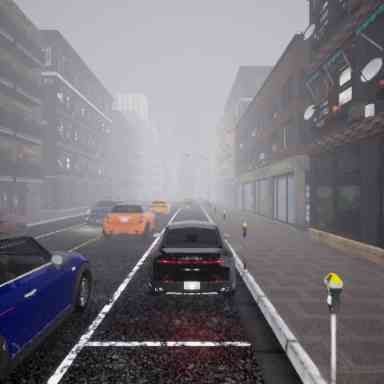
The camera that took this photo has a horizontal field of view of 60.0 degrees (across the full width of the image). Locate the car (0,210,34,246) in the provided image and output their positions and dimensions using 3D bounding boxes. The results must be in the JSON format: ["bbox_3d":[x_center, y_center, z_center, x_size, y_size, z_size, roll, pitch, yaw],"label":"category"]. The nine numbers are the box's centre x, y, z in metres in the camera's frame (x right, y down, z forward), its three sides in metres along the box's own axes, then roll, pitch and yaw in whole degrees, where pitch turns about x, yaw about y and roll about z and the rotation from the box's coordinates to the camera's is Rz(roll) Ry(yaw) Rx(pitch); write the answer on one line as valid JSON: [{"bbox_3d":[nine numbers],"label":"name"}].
[{"bbox_3d":[-8.835,1.583,14.612,1.802,1.307,4.206,0,0,0],"label":"car"}]

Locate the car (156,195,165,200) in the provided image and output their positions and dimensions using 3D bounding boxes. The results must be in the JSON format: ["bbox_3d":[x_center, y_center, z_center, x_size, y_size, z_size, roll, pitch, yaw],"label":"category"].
[{"bbox_3d":[-8.834,1.539,93.519,2.008,1.369,4.403,0,0,0],"label":"car"}]

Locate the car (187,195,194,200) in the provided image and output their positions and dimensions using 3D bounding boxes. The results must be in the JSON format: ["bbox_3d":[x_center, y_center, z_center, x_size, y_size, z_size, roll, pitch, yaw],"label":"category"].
[{"bbox_3d":[-0.452,1.513,93.685,1.752,1.417,4.829,0,0,0],"label":"car"}]

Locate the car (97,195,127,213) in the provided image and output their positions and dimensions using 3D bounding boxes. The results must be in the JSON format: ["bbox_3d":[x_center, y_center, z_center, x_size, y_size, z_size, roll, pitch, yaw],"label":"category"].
[{"bbox_3d":[-8.833,1.314,37.157,2.192,1.841,5.009,0,0,0],"label":"car"}]

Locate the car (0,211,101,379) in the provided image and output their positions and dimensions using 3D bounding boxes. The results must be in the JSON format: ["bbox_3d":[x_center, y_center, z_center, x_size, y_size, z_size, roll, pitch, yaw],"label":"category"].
[{"bbox_3d":[-3.050,1.355,4.788,2.097,1.767,4.553,0,0,0],"label":"car"}]

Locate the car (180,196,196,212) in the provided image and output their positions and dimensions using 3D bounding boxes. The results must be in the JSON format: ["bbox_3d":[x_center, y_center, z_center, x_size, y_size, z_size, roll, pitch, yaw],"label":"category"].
[{"bbox_3d":[-0.454,1.525,37.323,1.752,1.417,4.829,0,0,0],"label":"car"}]

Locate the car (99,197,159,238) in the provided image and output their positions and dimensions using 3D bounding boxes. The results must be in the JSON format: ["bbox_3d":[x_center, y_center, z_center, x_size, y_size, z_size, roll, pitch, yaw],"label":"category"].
[{"bbox_3d":[-3.145,1.351,17.615,2.097,1.767,4.553,0,0,0],"label":"car"}]

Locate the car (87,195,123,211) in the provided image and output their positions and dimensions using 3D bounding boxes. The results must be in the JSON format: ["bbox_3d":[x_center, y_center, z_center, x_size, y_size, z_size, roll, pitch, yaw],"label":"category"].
[{"bbox_3d":[-6.245,1.352,24.473,2.097,1.767,4.553,0,0,0],"label":"car"}]

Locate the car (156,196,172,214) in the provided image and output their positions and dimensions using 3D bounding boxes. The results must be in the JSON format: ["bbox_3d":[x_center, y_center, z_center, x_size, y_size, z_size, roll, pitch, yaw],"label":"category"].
[{"bbox_3d":[-3.051,1.477,31.972,1.882,1.535,5.008,0,0,0],"label":"car"}]

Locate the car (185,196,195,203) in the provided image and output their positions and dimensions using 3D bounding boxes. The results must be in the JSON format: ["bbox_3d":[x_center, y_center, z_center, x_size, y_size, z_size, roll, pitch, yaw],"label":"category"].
[{"bbox_3d":[-0.453,1.545,70.970,2.008,1.369,4.403,0,0,0],"label":"car"}]

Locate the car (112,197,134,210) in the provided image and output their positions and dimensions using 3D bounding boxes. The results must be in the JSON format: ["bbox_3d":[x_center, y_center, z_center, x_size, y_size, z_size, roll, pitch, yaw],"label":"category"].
[{"bbox_3d":[-8.834,1.439,42.793,1.967,1.590,4.097,0,0,0],"label":"car"}]

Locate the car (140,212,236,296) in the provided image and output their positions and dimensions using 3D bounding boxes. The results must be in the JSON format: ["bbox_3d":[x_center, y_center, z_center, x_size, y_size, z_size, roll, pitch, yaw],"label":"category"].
[{"bbox_3d":[0.001,1.504,8.649,1.837,1.490,4.892,0,0,0],"label":"car"}]

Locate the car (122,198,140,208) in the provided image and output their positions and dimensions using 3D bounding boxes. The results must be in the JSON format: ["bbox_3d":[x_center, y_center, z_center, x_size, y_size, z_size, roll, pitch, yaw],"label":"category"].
[{"bbox_3d":[-8.834,1.543,48.430,1.887,1.381,4.507,0,0,0],"label":"car"}]
